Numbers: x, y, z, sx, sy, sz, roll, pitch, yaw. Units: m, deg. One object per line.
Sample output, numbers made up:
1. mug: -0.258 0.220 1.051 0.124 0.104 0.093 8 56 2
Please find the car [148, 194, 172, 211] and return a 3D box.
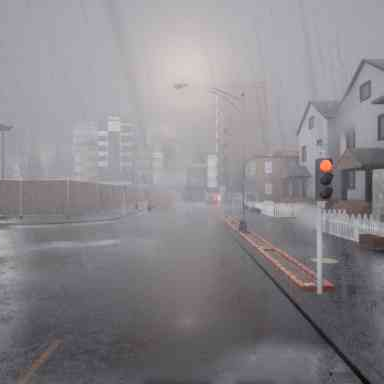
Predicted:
1. car: -4.085 1.234 41.240 2.150 2.045 5.566 0 0 0
